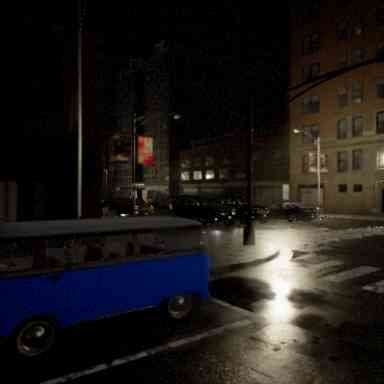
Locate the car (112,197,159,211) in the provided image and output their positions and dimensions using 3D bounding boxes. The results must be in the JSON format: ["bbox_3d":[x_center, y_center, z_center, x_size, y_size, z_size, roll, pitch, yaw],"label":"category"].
[{"bbox_3d":[-5.361,1.368,31.206,2.097,1.767,4.553,0,0,-36],"label":"car"}]

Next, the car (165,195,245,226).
[{"bbox_3d":[0.716,1.234,22.918,2.150,2.045,5.566,0,0,-36],"label":"car"}]

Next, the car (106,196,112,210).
[{"bbox_3d":[-8.416,1.390,40.866,2.097,1.767,4.553,0,0,-37],"label":"car"}]

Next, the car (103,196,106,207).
[{"bbox_3d":[-14.048,1.629,54.352,1.994,1.385,4.181,0,0,-37],"label":"car"}]

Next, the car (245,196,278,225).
[{"bbox_3d":[3.343,1.251,24.829,2.150,2.045,5.566,0,0,-36],"label":"car"}]

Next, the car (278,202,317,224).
[{"bbox_3d":[7.117,1.539,25.457,2.128,1.511,4.902,0,0,-36],"label":"car"}]

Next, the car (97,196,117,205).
[{"bbox_3d":[-16.032,1.592,62.544,1.837,1.490,4.892,0,0,-36],"label":"car"}]

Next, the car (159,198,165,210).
[{"bbox_3d":[-2.371,1.386,32.625,2.097,1.767,4.553,0,0,-36],"label":"car"}]

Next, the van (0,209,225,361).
[{"bbox_3d":[-1.568,1.344,5.642,3.998,1.788,1.690,0,0,-36],"label":"van"}]
